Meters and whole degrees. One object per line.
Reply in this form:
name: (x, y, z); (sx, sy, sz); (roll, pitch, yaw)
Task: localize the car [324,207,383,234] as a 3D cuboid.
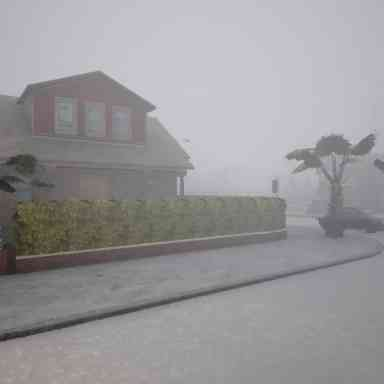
car: (9.726, 1.564, 19.245); (1.994, 1.385, 4.181); (0, 0, -29)
